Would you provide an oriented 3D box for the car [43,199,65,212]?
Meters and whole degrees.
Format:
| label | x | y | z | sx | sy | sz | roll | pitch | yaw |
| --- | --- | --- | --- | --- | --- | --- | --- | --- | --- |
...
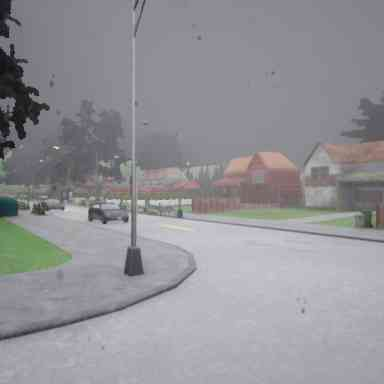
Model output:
| label | x | y | z | sx | sy | sz | roll | pitch | yaw |
| --- | --- | --- | --- | --- | --- | --- | --- | --- | --- |
| car | -16.238 | 1.523 | 38.677 | 1.812 | 1.442 | 4.674 | 0 | 0 | -36 |

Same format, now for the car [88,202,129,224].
| label | x | y | z | sx | sy | sz | roll | pitch | yaw |
| --- | --- | --- | --- | --- | --- | --- | --- | --- | --- |
| car | -6.344 | 1.524 | 24.792 | 1.812 | 1.442 | 4.674 | 0 | 0 | -36 |
